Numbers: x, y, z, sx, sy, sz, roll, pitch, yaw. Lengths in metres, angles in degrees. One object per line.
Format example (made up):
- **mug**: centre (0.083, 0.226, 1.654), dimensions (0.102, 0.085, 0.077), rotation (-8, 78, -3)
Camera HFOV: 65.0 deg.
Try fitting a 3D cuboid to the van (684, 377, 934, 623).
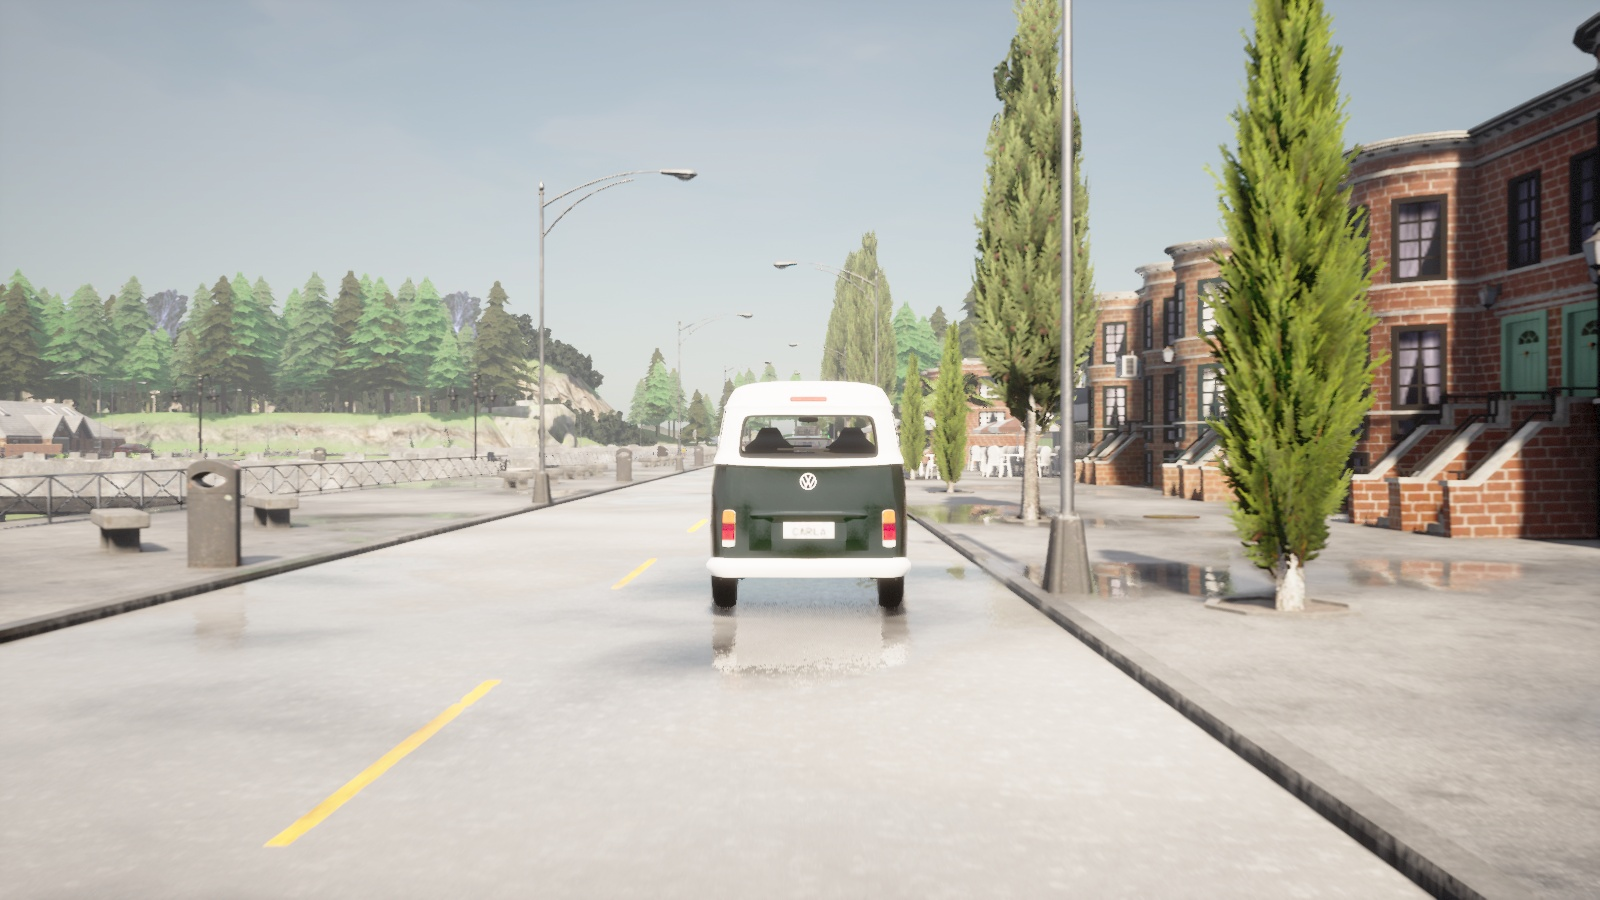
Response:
- **van**: centre (0.085, 0.399, 12.657), dimensions (2.069, 2.038, 4.480), rotation (0, 0, 0)
